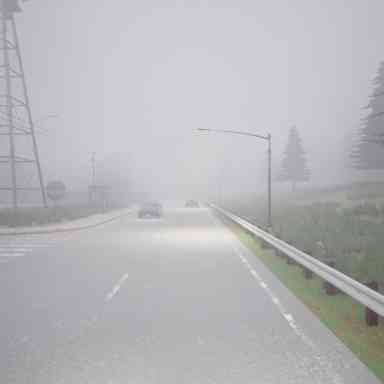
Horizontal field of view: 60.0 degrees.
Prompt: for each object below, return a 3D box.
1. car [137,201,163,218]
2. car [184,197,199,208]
[{"bbox_3d":[-3.656,1.547,30.064,2.033,1.411,5.357,0,0,0],"label":"car"},{"bbox_3d":[-0.028,1.525,48.618,1.812,1.442,4.674,0,0,0],"label":"car"}]
